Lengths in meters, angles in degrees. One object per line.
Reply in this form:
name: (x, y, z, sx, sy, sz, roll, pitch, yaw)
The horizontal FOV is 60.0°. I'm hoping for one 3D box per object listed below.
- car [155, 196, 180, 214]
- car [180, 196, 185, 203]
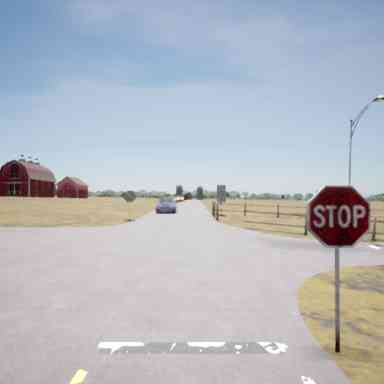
car: (-2.685, 1.349, 35.471, 2.097, 1.767, 4.553, 0, 0, 0)
car: (-2.620, 1.506, 70.868, 1.882, 1.535, 5.008, 0, 0, 0)
